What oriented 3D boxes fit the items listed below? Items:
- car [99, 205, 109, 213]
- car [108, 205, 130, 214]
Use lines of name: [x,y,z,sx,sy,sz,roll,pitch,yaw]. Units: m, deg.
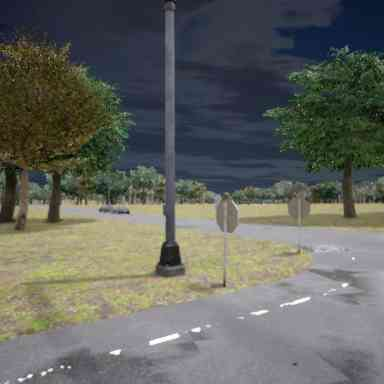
car: [-15.749,3.059,61.541,2.128,1.511,4.902,2,-2,-33]
car: [-11.966,3.016,55.748,1.994,1.385,4.181,2,-2,-32]
